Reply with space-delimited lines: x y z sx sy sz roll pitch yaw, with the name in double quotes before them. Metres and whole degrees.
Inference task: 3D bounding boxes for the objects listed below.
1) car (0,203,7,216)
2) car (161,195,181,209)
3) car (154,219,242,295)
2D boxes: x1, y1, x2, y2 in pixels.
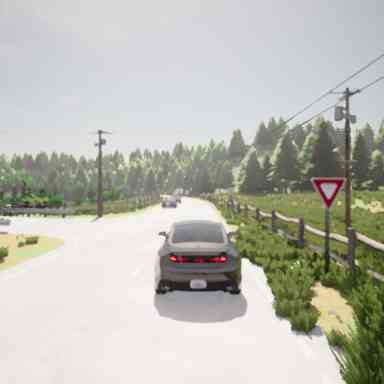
"car" -15.490 1.139 23.038 4.892 1.490 1.837 2 0 2
"car" -2.879 1.303 42.874 2.128 1.511 4.902 0 0 1
"car" 0.140 1.466 8.630 1.837 1.490 4.892 0 0 1
